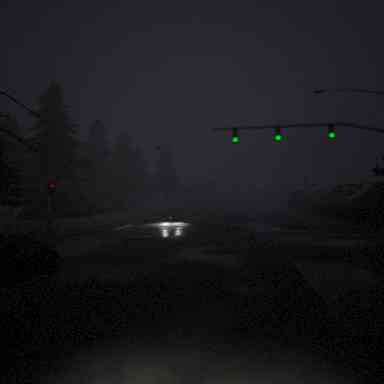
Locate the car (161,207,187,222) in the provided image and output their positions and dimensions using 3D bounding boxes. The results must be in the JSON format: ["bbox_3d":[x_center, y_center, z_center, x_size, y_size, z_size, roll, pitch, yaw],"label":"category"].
[{"bbox_3d":[-1.724,2.237,33.117,1.994,1.385,4.181,-1,-1,8],"label":"car"}]

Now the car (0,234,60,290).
[{"bbox_3d":[-5.356,1.837,8.857,1.994,1.385,4.181,-1,-1,8],"label":"car"}]
